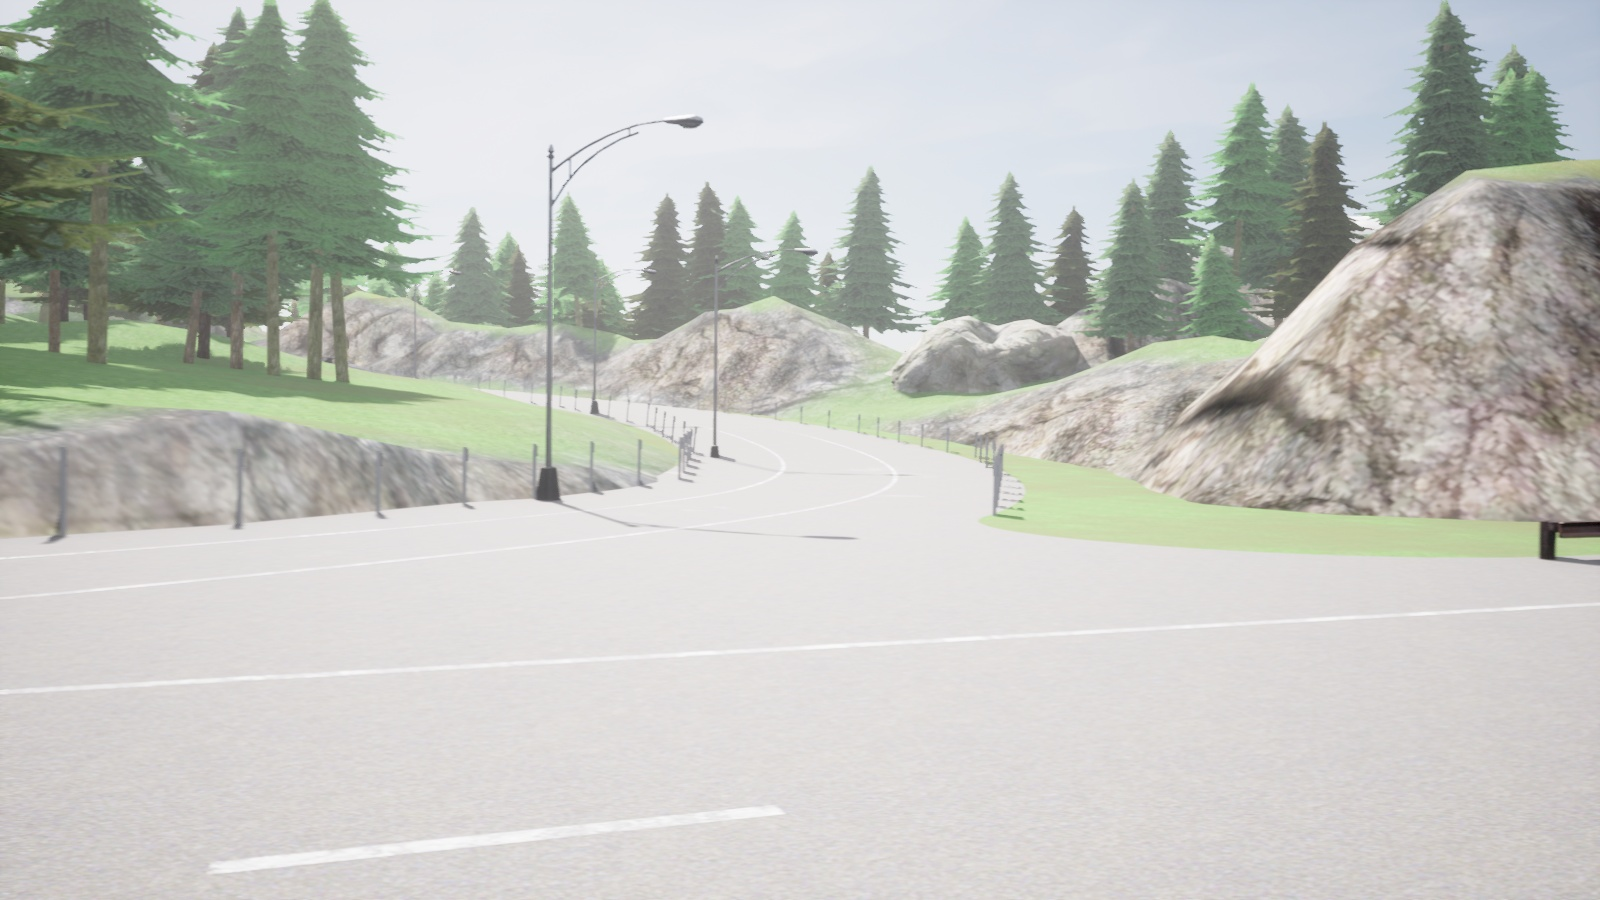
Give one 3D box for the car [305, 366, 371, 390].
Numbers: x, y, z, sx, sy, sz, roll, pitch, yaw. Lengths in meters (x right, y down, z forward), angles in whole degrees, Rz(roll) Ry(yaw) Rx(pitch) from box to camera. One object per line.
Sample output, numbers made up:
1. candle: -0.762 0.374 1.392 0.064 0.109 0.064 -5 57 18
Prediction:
1. car: -32.793 -5.107 89.134 4.193 1.474 1.816 4 3 21
